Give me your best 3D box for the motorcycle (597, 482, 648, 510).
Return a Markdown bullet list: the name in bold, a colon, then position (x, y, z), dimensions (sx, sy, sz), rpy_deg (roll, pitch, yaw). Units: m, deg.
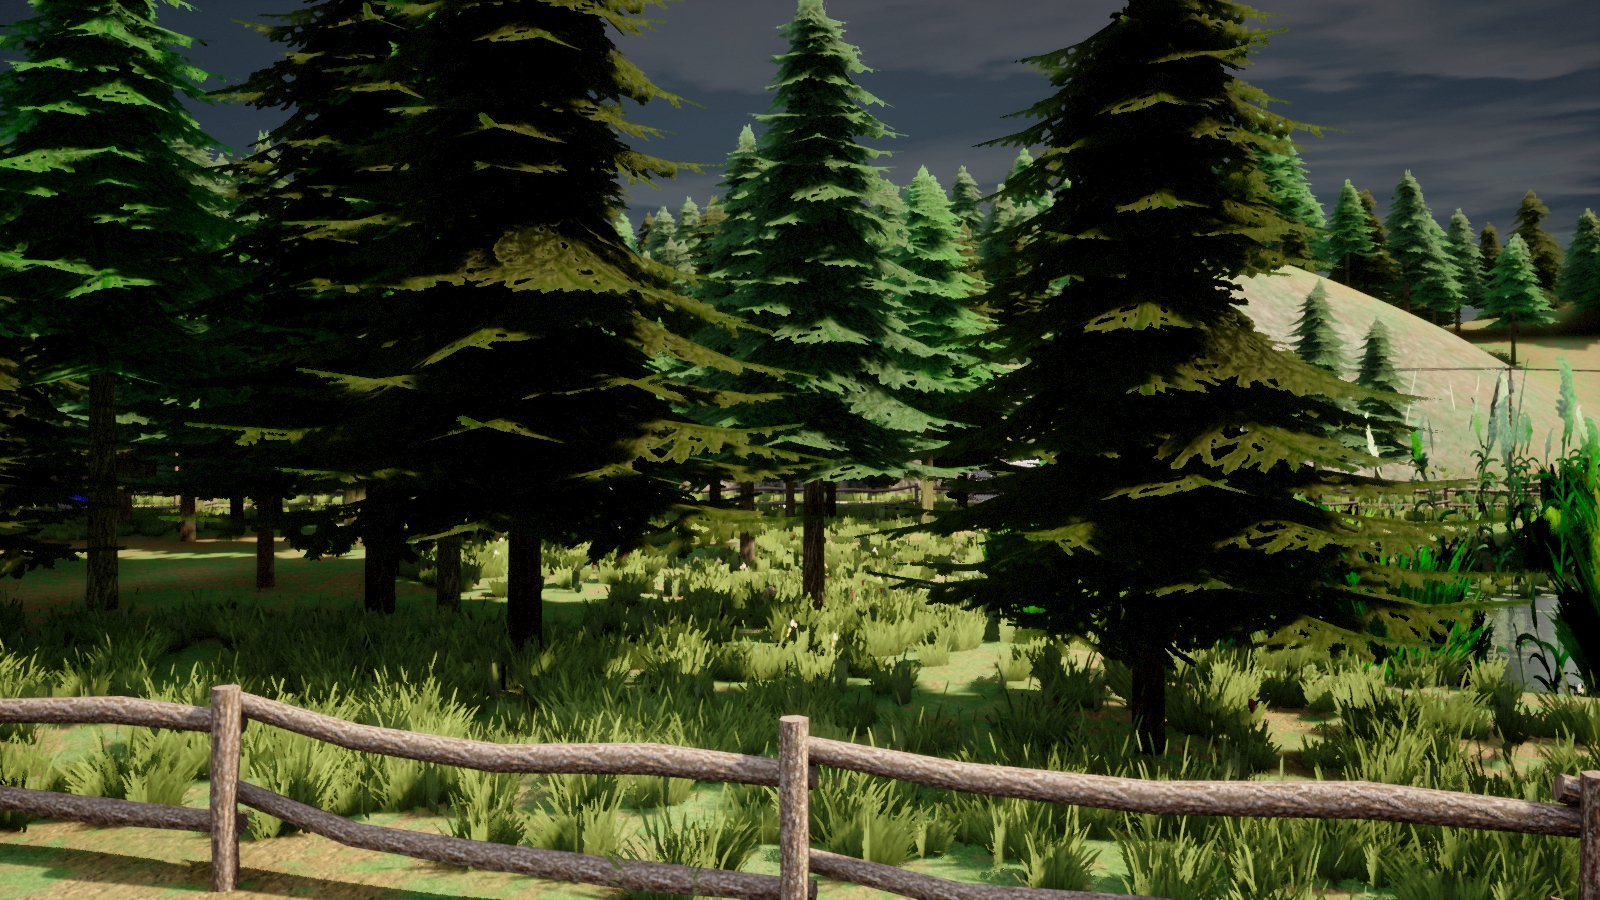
- **motorcycle**: position (-8.417, 2.178, 54.101), dimensions (2.209, 1.251, 0.867), rpy_deg (0, 0, 14)
